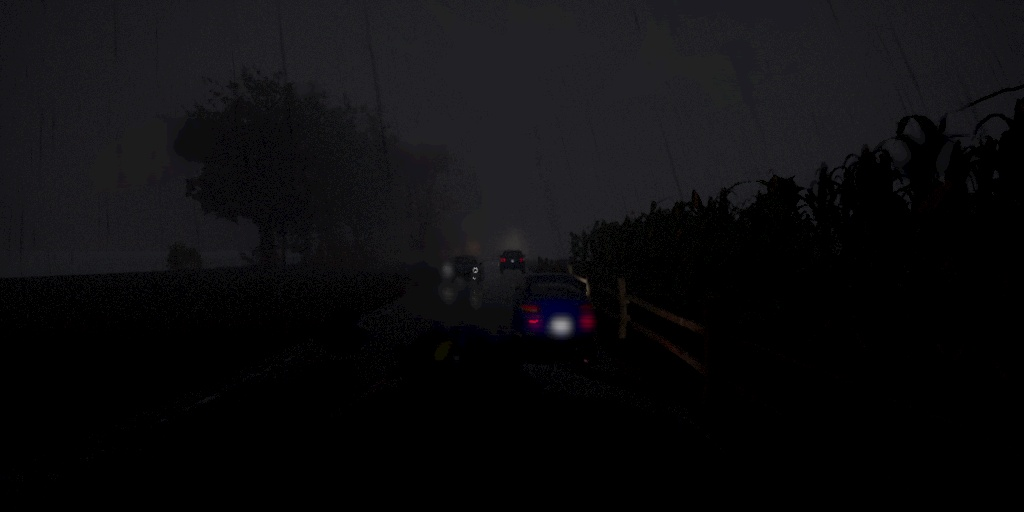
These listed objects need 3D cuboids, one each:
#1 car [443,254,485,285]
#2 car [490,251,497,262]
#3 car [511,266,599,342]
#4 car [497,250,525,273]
[{"bbox_3d":[-2.861,0.765,22.161,2.097,1.767,4.553,0,1,0],"label":"car"},{"bbox_3d":[-2.835,0.210,64.708,2.128,1.511,4.902,0,1,0],"label":"car"},{"bbox_3d":[0.959,1.151,9.258,1.812,1.442,4.674,0,1,0],"label":"car"},{"bbox_3d":[0.031,0.465,32.606,2.150,2.045,5.566,0,1,0],"label":"car"}]
